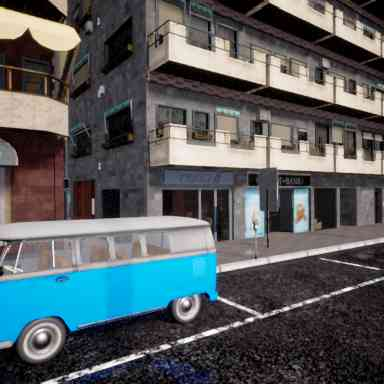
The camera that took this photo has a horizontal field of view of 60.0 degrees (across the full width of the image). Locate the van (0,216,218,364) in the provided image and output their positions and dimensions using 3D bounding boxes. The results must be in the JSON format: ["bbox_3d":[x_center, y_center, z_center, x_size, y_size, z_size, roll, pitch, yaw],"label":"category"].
[{"bbox_3d":[-1.440,1.341,5.545,3.998,1.788,1.690,0,0,-36],"label":"van"}]
